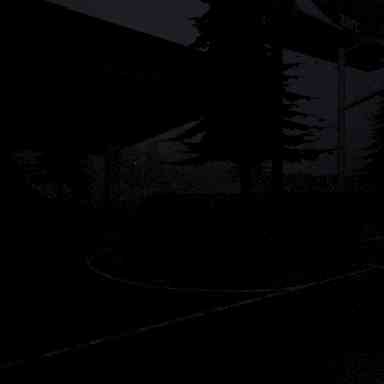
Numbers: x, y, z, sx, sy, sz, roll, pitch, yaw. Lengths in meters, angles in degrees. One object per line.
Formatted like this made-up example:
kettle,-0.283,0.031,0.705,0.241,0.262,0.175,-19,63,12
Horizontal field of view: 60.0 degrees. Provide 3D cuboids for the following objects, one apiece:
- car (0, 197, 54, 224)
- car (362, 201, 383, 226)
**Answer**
car,-11.955,1.314,23.480,3.866,1.878,1.905,0,0,-36
car,11.391,1.324,21.319,2.128,1.511,4.902,0,1,-36
